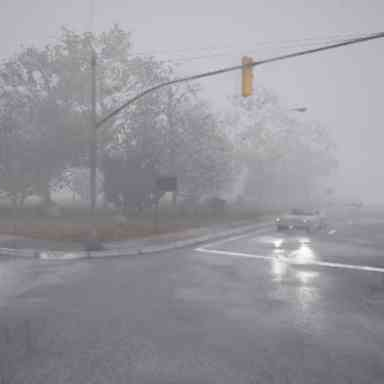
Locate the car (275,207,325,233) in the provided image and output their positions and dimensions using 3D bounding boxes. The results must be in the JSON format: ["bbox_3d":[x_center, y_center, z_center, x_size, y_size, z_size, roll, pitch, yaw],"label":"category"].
[{"bbox_3d":[6.517,1.599,19.882,1.895,1.301,4.718,0,0,32],"label":"car"}]

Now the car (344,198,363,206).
[{"bbox_3d":[20.234,1.334,41.590,1.812,1.442,4.674,0,0,32],"label":"car"}]
